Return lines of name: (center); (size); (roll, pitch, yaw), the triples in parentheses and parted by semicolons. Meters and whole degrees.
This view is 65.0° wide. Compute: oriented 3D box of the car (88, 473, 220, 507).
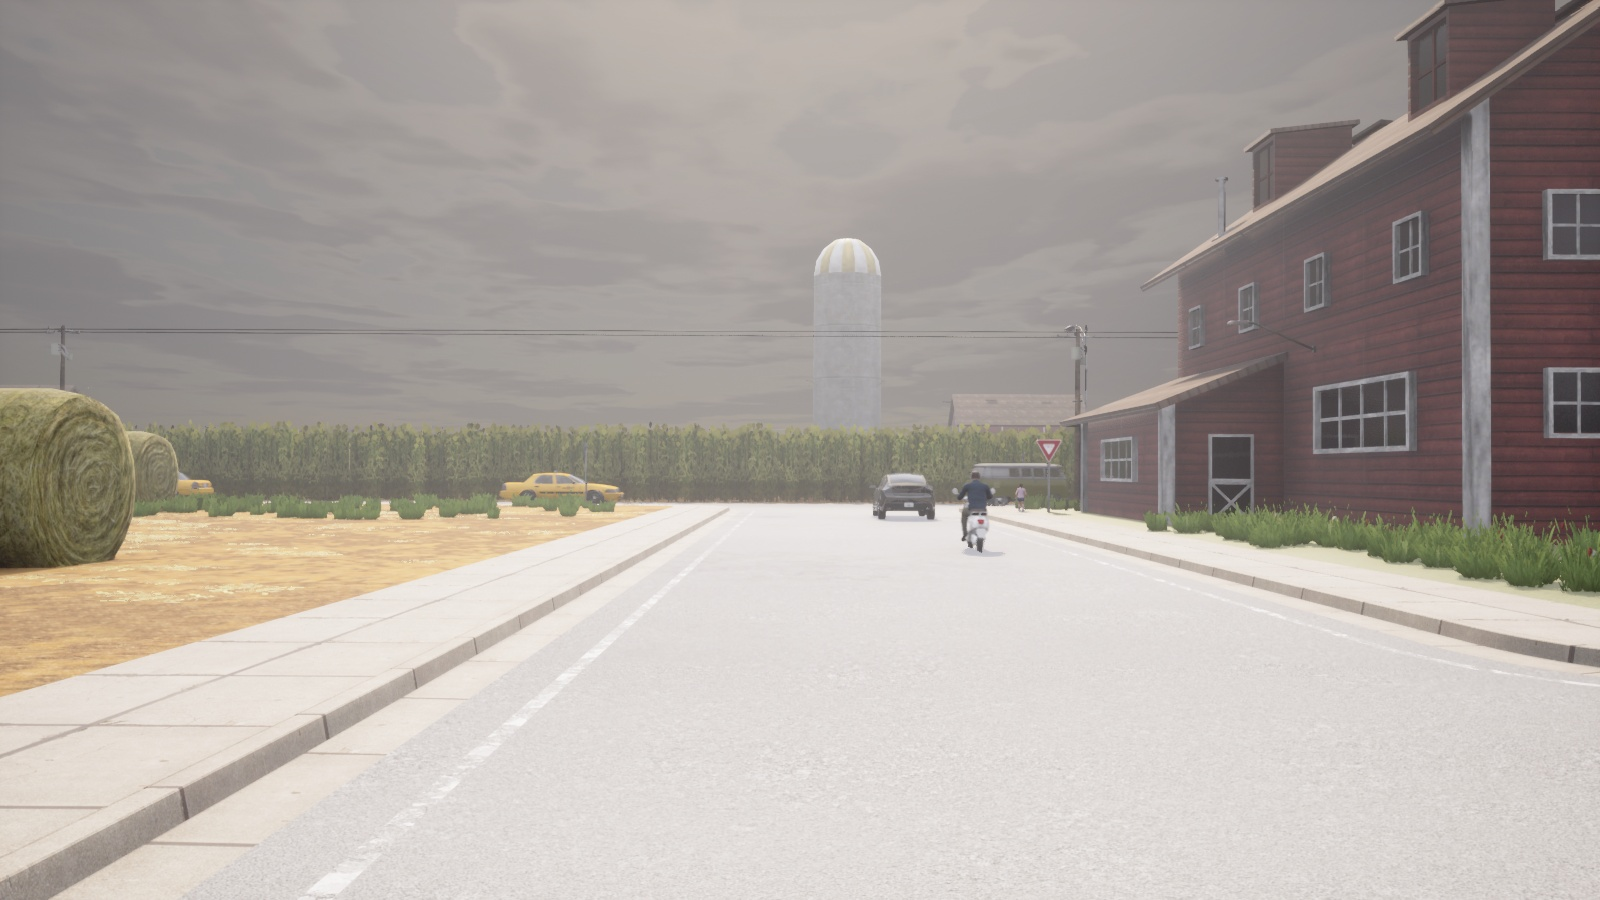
car: (-30.755, 1.881, 59.892); (5.366, 1.575, 1.801); (0, -1, 1)

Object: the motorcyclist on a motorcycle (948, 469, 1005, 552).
motorcyclist on a motorcycle: (3.496, 1.178, 25.030); (0.866, 1.590, 1.817); (0, -1, 0)

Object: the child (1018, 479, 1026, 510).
child: (7.889, 1.582, 44.677); (0.255, 1.110, 0.394); (0, -1, 11)

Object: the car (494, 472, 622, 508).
car: (-10.758, 1.754, 56.099); (5.366, 1.575, 1.801); (0, -1, 1)

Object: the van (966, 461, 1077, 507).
van: (9.691, 1.485, 55.046); (4.442, 1.987, 1.775); (0, -1, -16)

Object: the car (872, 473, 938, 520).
car: (3.489, 1.522, 42.494); (1.837, 1.490, 4.892); (0, -1, 0)
